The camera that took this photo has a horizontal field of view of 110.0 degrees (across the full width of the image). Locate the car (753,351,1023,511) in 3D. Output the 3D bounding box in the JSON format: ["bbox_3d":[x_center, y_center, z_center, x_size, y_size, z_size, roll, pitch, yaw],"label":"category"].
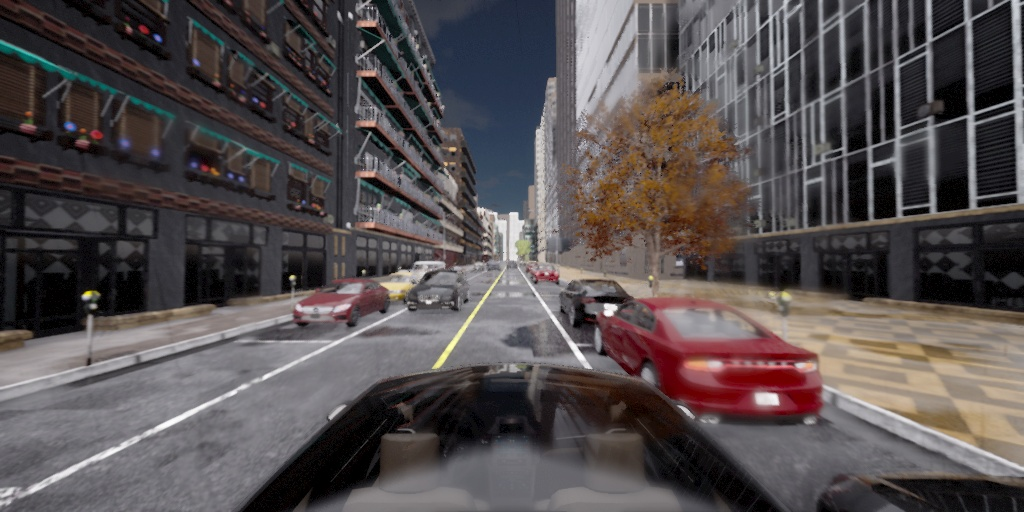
[{"bbox_3d":[2.566,1.306,0.193,1.948,1.339,4.313,0,0,0],"label":"car"}]

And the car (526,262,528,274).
[{"bbox_3d":[2.572,1.506,34.108,1.888,1.381,4.507,0,0,0],"label":"car"}]

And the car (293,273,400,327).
[{"bbox_3d":[-5.312,1.398,11.764,1.802,1.307,4.207,0,0,0],"label":"car"}]

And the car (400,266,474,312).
[{"bbox_3d":[-2.849,1.339,14.696,1.837,1.490,4.892,0,0,0],"label":"car"}]

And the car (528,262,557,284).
[{"bbox_3d":[2.571,1.364,28.456,1.967,1.591,4.097,0,0,0],"label":"car"}]

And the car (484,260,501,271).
[{"bbox_3d":[-2.805,1.663,55.617,1.994,1.385,4.181,0,0,0],"label":"car"}]

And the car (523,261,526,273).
[{"bbox_3d":[2.759,1.577,47.917,1.812,1.442,4.674,0,0,0],"label":"car"}]

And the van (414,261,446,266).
[{"bbox_3d":[-5.310,1.230,23.057,1.690,1.789,3.998,0,0,0],"label":"van"}]

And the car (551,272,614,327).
[{"bbox_3d":[2.569,1.380,11.498,1.948,1.339,4.313,0,0,0],"label":"car"}]

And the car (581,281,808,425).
[{"bbox_3d":[2.567,1.322,5.846,1.888,1.381,4.507,0,0,0],"label":"car"}]

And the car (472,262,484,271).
[{"bbox_3d":[-5.304,1.659,56.935,2.007,1.370,4.403,0,0,0],"label":"car"}]

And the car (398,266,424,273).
[{"bbox_3d":[-5.311,1.378,17.240,1.751,1.417,4.829,0,0,0],"label":"car"}]
